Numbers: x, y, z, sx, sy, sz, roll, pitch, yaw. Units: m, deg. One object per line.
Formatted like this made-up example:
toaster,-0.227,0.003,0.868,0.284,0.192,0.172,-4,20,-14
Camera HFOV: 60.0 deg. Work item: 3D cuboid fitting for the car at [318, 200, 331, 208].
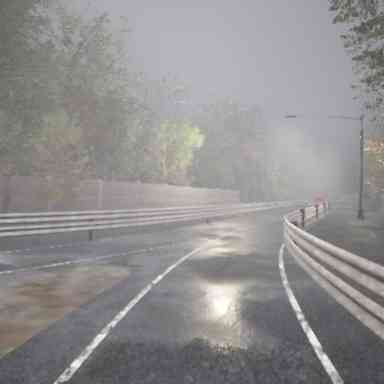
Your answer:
car,27.237,2.410,68.051,2.128,1.511,4.902,1,-1,26

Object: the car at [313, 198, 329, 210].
car,22.644,2.009,58.430,2.150,2.045,5.566,1,-1,26

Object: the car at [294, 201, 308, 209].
car,19.715,2.290,59.868,2.033,1.411,5.357,1,-1,26
